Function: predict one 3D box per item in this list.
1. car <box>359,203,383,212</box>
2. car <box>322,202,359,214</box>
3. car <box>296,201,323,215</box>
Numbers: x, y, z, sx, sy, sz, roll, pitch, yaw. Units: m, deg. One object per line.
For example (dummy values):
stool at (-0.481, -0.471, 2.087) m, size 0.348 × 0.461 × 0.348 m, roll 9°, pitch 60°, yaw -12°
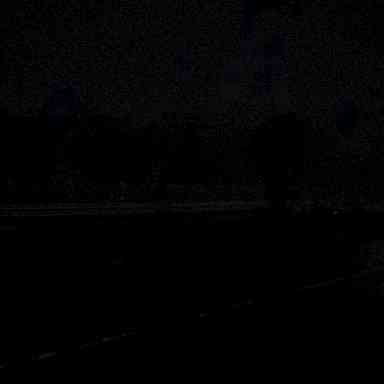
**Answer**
car at (16.853, 1.665, 28.920) m, size 4.674 × 1.442 × 1.812 m, roll 0°, pitch 0°, yaw -35°
car at (14.791, 1.703, 31.748) m, size 4.181 × 1.385 × 1.994 m, roll 0°, pitch 0°, yaw -35°
car at (12.782, 1.665, 34.614) m, size 4.674 × 1.442 × 1.812 m, roll 0°, pitch 0°, yaw -35°
